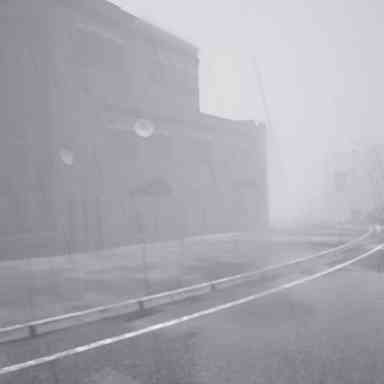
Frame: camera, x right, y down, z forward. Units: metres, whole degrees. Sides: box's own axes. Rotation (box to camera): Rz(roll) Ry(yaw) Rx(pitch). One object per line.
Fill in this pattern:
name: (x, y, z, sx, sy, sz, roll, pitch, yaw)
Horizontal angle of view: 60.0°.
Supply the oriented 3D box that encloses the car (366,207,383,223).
car: (19.509, 2.283, 34.224, 2.097, 1.767, 4.553, -2, -3, 15)
